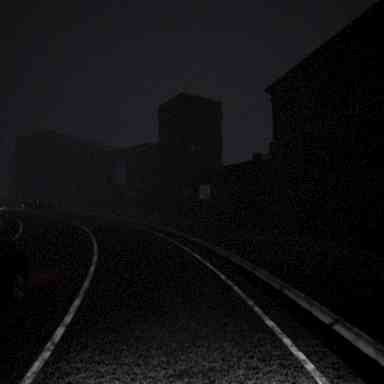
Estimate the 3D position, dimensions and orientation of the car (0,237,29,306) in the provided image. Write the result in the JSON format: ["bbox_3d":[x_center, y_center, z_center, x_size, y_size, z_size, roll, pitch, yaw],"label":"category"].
[{"bbox_3d":[-4.156,1.494,5.209,2.128,1.511,4.902,0,0,-8],"label":"car"}]

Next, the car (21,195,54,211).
[{"bbox_3d":[-17.632,1.164,37.894,4.553,1.767,2.097,1,-2,43],"label":"car"}]
